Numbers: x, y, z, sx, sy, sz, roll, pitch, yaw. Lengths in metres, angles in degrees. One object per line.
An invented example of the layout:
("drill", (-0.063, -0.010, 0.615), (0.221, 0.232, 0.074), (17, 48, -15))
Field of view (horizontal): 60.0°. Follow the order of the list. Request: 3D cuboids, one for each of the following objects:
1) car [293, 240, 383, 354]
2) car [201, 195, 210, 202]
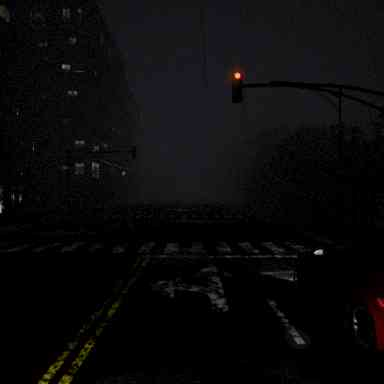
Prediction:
("car", (3.345, 1.564, 6.128), (1.994, 1.385, 4.181), (0, 0, 0))
("car", (3.190, 1.558, 78.609), (2.128, 1.511, 4.902), (0, 0, 0))
